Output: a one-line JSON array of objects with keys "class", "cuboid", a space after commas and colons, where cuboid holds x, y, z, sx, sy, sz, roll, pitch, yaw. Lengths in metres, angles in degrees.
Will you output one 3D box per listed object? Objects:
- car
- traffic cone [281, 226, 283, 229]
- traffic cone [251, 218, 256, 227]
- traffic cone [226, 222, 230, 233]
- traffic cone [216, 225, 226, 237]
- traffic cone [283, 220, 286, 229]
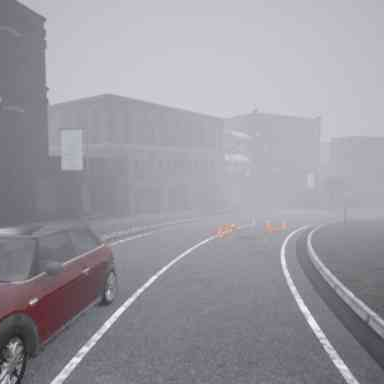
[{"class": "car", "cuboid": [-2.814, 1.352, 5.116, 2.097, 1.767, 4.553, 0, 0, 7]}, {"class": "traffic cone", "cuboid": [4.817, 2.221, 19.440, 0.580, 0.340, 0.340, 2, 0, -33]}, {"class": "traffic cone", "cuboid": [4.164, 2.070, 22.516, 0.340, 0.580, 0.340, 2, 0, 17]}, {"class": "traffic cone", "cuboid": [2.025, 2.021, 19.003, 0.340, 0.580, 0.340, 2, 0, 17]}, {"class": "traffic cone", "cuboid": [1.429, 2.011, 17.094, 0.340, 0.580, 0.340, 1, 0, 17]}, {"class": "traffic cone", "cuboid": [6.071, 2.139, 21.928, 0.340, 0.580, 0.340, 2, 0, 17]}]
